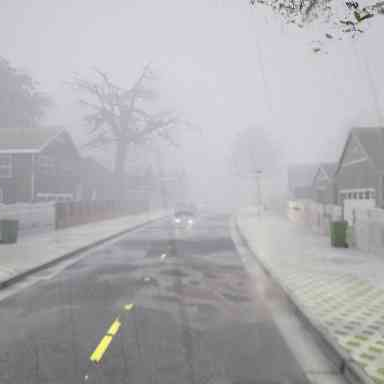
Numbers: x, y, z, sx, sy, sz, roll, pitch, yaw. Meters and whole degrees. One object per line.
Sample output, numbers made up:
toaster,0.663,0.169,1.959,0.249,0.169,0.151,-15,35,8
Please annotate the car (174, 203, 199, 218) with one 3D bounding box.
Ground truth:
car,-0.449,1.754,32.975,2.033,1.411,5.357,0,0,8
